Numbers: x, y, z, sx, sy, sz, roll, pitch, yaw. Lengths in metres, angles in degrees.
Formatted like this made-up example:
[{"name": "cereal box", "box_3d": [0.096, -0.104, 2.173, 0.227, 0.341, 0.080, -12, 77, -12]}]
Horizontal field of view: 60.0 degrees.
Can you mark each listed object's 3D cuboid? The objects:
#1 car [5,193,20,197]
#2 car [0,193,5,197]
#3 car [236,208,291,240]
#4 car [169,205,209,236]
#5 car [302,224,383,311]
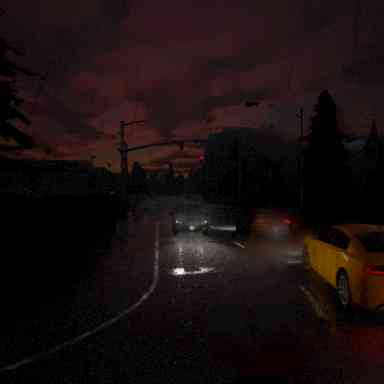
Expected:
[{"name": "car", "box_3d": [-38.337, 1.097, 72.949, 1.932, 1.855, 4.605, 0, 0, -5]}, {"name": "car", "box_3d": [-41.194, 1.077, 72.277, 1.905, 1.878, 3.866, 0, 0, -5]}, {"name": "car", "box_3d": [3.552, 1.526, 17.079, 1.812, 1.442, 4.674, 0, 0, -5]}, {"name": "car", "box_3d": [-0.216, 1.492, 18.635, 2.128, 1.511, 4.902, 0, 0, -5]}, {"name": "car", "box_3d": [4.003, 1.478, 7.765, 1.882, 1.535, 5.008, 0, 0, 6]}]
